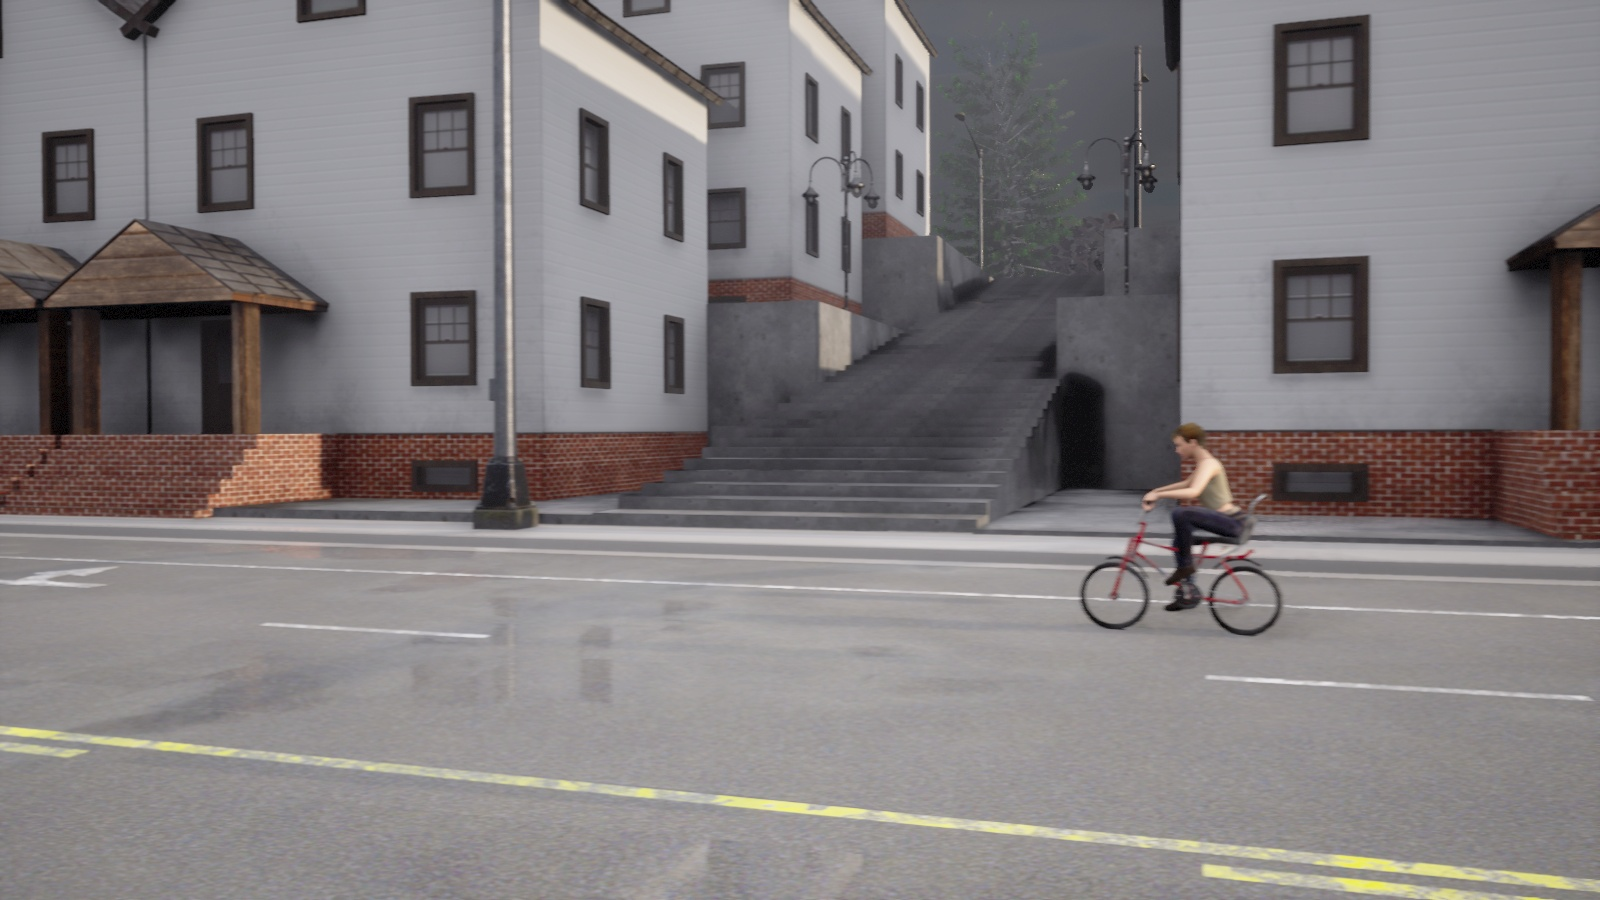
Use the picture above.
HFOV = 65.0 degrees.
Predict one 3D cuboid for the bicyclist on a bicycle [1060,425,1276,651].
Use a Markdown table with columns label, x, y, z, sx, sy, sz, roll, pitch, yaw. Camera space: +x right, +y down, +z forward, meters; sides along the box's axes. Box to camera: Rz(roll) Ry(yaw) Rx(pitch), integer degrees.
| label | x | y | z | sx | sy | sz | roll | pitch | yaw |
| --- | --- | --- | --- | --- | --- | --- | --- | --- | --- |
| bicyclist on a bicycle | 2.817 | 0.620 | 9.622 | 1.509 | 1.612 | 0.866 | 1 | 1 | 19 |
